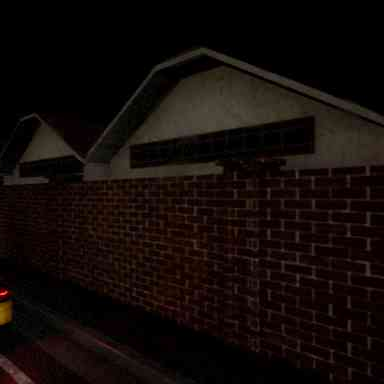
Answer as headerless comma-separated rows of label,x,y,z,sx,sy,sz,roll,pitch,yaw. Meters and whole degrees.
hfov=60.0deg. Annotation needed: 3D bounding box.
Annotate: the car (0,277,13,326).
car,-5.053,1.478,6.025,5.366,1.575,1.801,0,0,42
